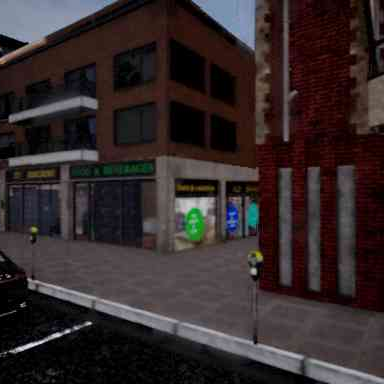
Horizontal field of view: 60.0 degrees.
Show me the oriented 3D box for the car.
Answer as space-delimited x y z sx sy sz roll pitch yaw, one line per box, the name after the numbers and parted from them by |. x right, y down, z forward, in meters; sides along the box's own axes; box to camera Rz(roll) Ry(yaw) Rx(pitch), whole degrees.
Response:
-4.826 1.555 6.317 4.403 1.369 2.008 0 0 35 | car
